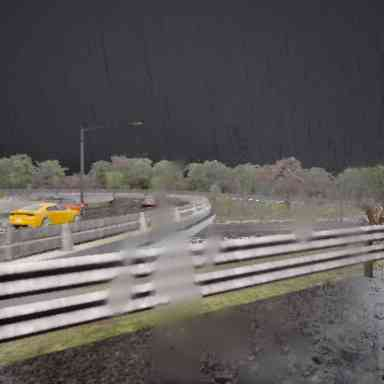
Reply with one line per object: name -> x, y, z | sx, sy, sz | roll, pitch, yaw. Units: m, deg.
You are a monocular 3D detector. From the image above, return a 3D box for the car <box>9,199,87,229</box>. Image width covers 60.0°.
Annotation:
car -> -8.945, 1.426, 20.741 | 1.882, 1.535, 5.008 | 0, 0, 14

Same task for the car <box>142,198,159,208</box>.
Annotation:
car -> -5.760, 1.461, 46.801 | 1.994, 1.385, 4.181 | 0, 0, 0
